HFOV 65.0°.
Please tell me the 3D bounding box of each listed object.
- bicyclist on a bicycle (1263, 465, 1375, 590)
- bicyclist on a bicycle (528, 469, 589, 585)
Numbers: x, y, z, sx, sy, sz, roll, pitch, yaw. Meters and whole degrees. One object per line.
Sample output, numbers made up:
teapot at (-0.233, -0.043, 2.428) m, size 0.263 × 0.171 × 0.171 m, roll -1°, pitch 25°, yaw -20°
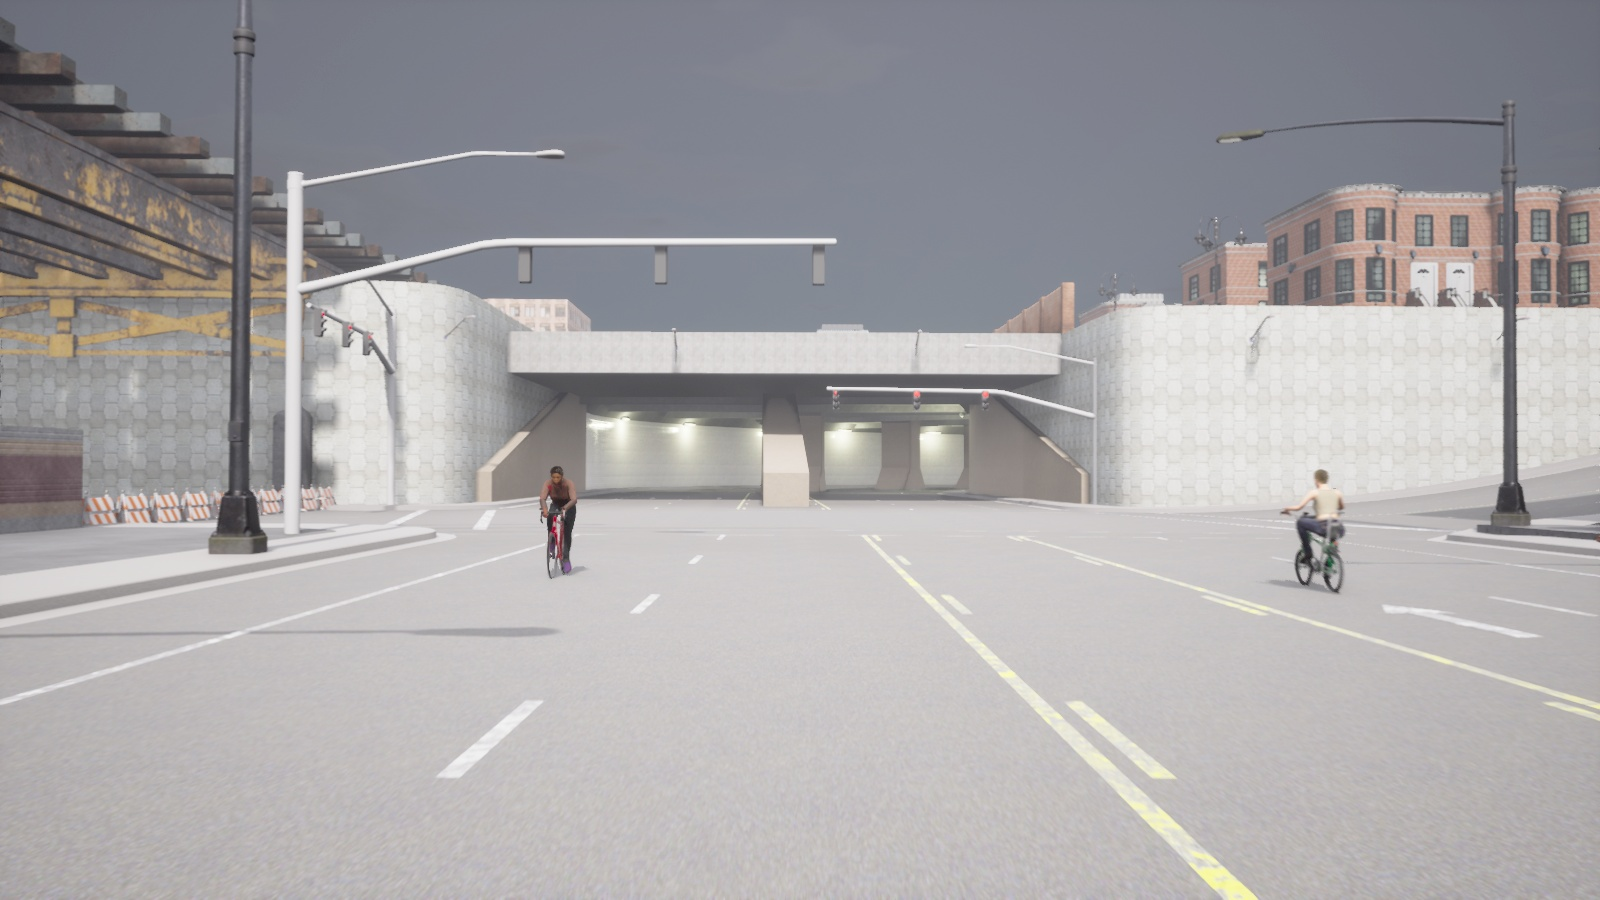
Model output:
bicyclist on a bicycle at (6.963, 1.008, 16.925) m, size 0.866 × 1.612 × 1.509 m, roll 0°, pitch -1°, yaw 0°
bicyclist on a bicycle at (-3.546, 1.092, 18.509) m, size 0.582 × 1.620 × 1.656 m, roll 0°, pitch -1°, yaw 0°
